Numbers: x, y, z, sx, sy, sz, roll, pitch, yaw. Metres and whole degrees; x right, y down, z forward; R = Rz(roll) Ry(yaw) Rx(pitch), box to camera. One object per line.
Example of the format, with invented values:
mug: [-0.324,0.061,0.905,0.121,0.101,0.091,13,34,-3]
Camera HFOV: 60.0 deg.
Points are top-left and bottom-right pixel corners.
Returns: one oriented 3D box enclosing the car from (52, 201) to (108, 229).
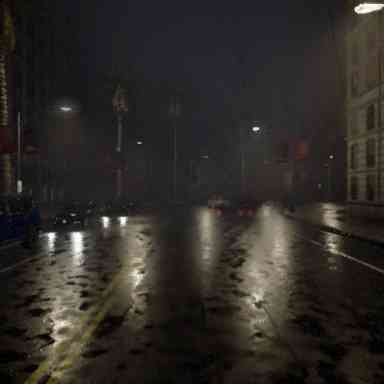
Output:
car: [-7.019,1.371,20.809,1.837,1.490,4.892,0,0,1]

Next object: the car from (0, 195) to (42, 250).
car: [-7.085,1.150,11.115,2.150,2.045,5.566,0,0,0]

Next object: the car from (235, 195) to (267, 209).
car: [7.077,1.235,39.948,2.128,1.511,4.902,0,0,25]

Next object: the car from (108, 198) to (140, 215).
car: [-6.362,1.277,31.251,1.882,1.535,5.008,0,0,7]

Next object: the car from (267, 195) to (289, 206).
car: [12.480,1.193,48.780,1.837,1.490,4.892,0,1,41]

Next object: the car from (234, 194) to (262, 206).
car: [8.260,1.163,49.004,1.882,1.535,5.008,0,1,38]

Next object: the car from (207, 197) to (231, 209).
car: [3.276,1.269,39.970,1.812,1.442,4.674,0,0,22]
